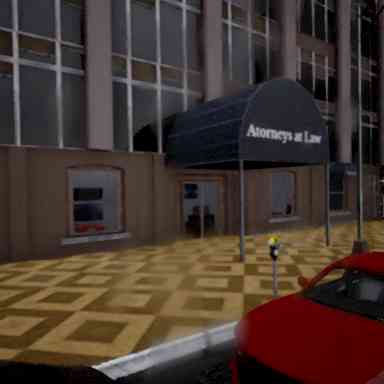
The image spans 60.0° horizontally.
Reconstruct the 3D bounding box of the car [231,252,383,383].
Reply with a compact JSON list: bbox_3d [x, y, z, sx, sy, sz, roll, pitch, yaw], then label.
[{"bbox_3d":[2.488,1.499,4.170,4.507,1.381,1.887,-1,0,-35],"label":"car"}]

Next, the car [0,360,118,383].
[{"bbox_3d":[-2.173,1.577,0.918,4.313,1.339,1.947,-1,0,-35],"label":"car"}]
